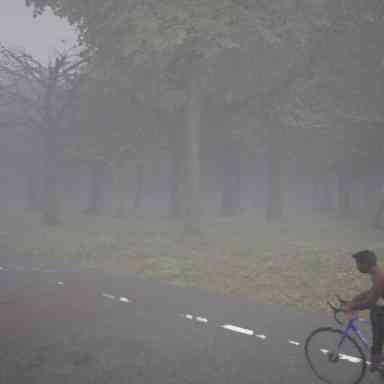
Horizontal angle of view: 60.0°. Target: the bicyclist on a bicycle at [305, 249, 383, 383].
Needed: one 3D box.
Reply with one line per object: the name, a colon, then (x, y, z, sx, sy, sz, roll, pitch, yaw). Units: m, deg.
bicyclist on a bicycle: (2.040, 1.461, 3.588, 1.656, 1.620, 0.582, 0, 0, 36)
